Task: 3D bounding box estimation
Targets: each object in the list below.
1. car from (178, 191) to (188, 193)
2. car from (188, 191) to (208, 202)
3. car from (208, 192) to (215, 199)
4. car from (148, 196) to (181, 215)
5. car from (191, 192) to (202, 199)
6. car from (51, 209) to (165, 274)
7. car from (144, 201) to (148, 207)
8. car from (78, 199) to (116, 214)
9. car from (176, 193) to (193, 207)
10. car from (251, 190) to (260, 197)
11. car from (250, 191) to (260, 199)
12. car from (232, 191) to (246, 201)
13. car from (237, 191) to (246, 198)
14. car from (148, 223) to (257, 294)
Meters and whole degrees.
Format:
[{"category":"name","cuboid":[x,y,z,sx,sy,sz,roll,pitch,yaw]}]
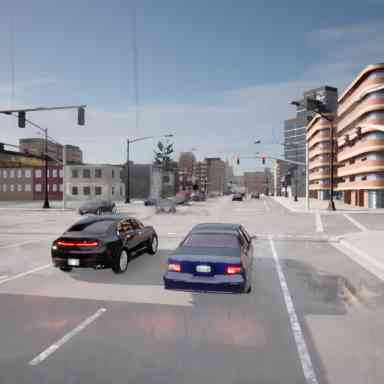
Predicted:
[{"category":"car","cuboid":[-1.720,0.799,66.418,2.150,2.045,5.566,0,1,12]},{"category":"car","cuboid":[1.097,0.982,62.814,2.097,1.767,4.553,0,1,12]},{"category":"car","cuboid":[4.192,0.865,78.282,2.128,1.511,4.902,0,1,11]},{"category":"car","cuboid":[-2.874,1.452,33.684,2.128,1.511,4.902,0,0,-12]},{"category":"car","cuboid":[1.020,0.778,80.290,1.812,1.442,4.674,0,1,11]},{"category":"car","cuboid":[-2.511,1.505,10.700,1.837,1.490,4.892,0,0,11]},{"category":"car","cuboid":[-5.424,1.477,47.964,1.895,1.301,4.718,0,1,11]},{"category":"car","cuboid":[-8.924,1.469,31.650,1.837,1.490,4.892,0,0,14]},{"category":"car","cuboid":[-1.638,1.357,49.076,1.837,1.490,4.892,0,0,11]},{"category":"car","cuboid":[16.337,0.464,85.645,2.097,1.767,4.553,0,1,11]},{"category":"car","cuboid":[14.335,0.881,75.441,2.128,1.511,4.902,0,1,11]},{"category":"car","cuboid":[9.251,1.091,67.186,1.994,1.385,4.181,0,1,11]},{"category":"car","cuboid":[12.981,0.552,86.719,2.097,1.767,4.553,0,1,11]},{"category":"car","cuboid":[0.707,1.547,8.957,2.033,1.411,5.357,0,0,11]}]
